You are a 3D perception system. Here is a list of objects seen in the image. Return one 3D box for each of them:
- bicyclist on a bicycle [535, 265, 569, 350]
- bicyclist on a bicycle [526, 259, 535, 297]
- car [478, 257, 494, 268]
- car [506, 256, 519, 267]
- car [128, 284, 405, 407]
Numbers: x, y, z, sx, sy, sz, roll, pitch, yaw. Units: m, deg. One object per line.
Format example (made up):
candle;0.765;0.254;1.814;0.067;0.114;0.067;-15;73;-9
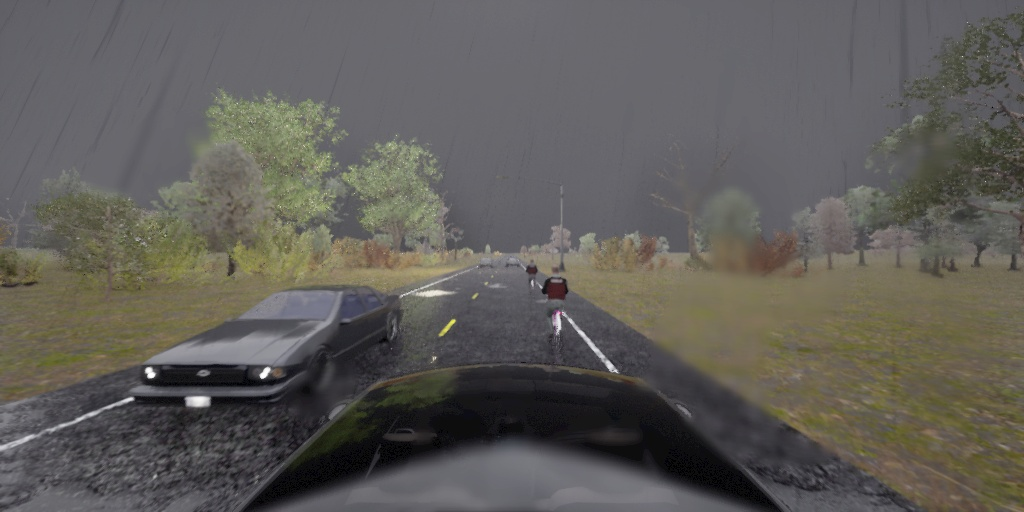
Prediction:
bicyclist on a bicycle;0.962;1.080;8.092;0.659;1.776;1.843;0;1;0
bicyclist on a bicycle;0.962;1.021;17.300;0.659;1.776;1.843;0;1;0
car;-3.581;0.940;50.002;1.837;1.490;4.892;0;0;0
car;0.098;0.953;56.572;1.994;1.385;4.181;0;0;0
car;-3.601;1.265;6.772;2.033;1.411;5.357;0;0;0
